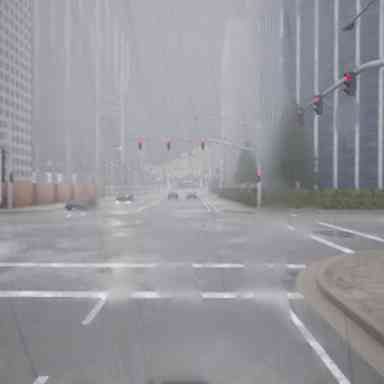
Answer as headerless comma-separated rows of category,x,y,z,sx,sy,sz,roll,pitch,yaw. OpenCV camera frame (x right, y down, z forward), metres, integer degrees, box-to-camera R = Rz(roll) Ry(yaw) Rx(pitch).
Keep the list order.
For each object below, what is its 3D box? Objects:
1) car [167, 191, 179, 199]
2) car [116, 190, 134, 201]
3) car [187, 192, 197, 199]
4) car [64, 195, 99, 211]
car,-3.515,0.549,61.459,1.837,1.490,4.892,0,1,0
car,-10.566,0.535,52.423,2.097,1.767,4.553,0,1,0
car,-0.015,0.644,61.491,1.895,1.301,4.718,0,1,0
car,-10.603,1.042,32.458,2.033,1.411,5.357,0,1,0
